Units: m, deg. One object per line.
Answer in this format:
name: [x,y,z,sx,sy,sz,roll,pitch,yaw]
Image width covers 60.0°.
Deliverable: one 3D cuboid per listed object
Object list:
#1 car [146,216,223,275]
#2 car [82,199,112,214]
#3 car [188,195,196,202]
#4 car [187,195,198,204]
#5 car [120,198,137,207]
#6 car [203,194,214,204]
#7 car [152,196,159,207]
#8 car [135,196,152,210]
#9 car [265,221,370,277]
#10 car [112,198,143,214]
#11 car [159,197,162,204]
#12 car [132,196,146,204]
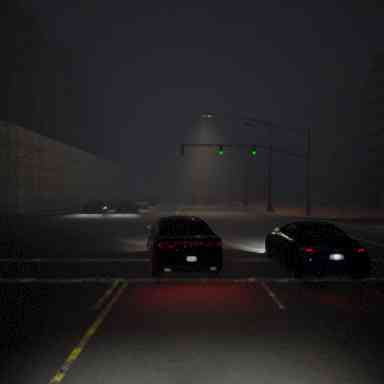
car: [-0.405,1.497,10.658,1.882,1.535,5.008,0,0,-9]
car: [-10.575,1.632,36.695,1.994,1.385,4.181,0,0,0]
car: [0.035,1.508,76.543,1.882,1.535,5.008,0,0,0]
car: [0.030,1.650,66.541,1.812,1.442,4.674,0,0,0]
car: [-10.536,1.666,55.349,1.994,1.385,4.181,0,0,0]
car: [3.541,1.651,67.385,1.812,1.442,4.674,0,0,0]
car: [-7.041,1.606,54.752,1.837,1.490,4.892,0,0,1]
car: [-7.058,1.610,45.506,1.812,1.442,4.674,0,0,0]
car: [3.599,1.584,10.266,1.994,1.385,4.181,0,0,0]
car: [-7.074,1.632,36.749,1.994,1.385,4.181,0,0,0]
car: [-6.971,1.625,64.929,1.837,1.490,4.892,0,0,0]
car: [-10.470,1.599,65.764,1.882,1.535,5.008,0,0,0]
